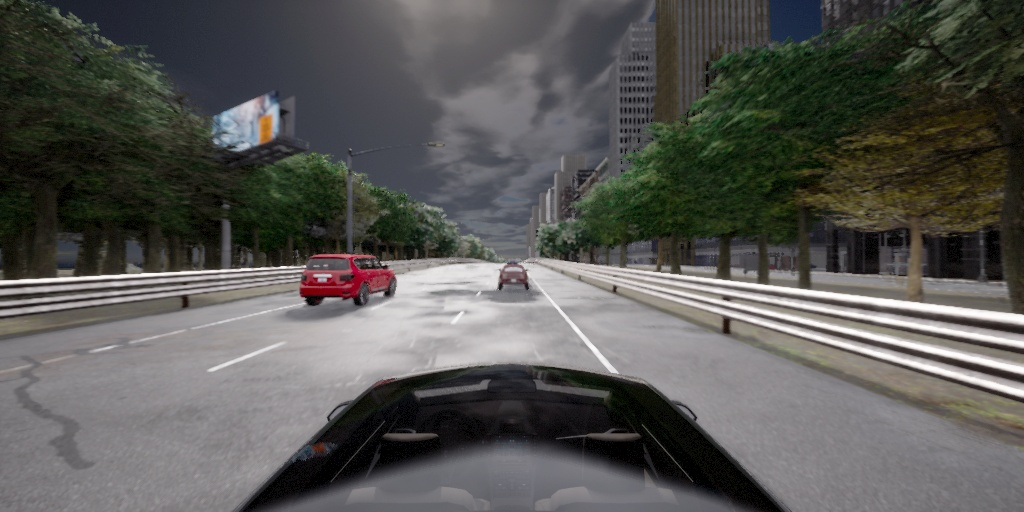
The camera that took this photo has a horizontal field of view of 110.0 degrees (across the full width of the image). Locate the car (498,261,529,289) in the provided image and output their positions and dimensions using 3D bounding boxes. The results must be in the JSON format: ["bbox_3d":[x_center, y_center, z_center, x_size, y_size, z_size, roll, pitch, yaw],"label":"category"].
[{"bbox_3d":[0.099,1.256,23.102,1.812,1.442,4.674,0,0,0],"label":"car"}]

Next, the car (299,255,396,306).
[{"bbox_3d":[-6.903,0.961,15.729,2.150,2.045,5.566,0,0,0],"label":"car"}]
